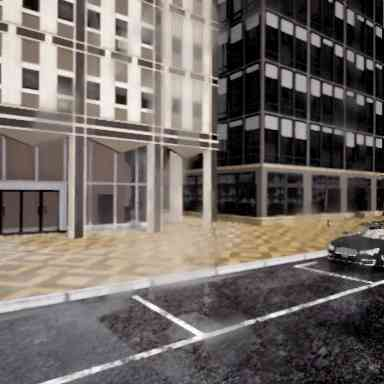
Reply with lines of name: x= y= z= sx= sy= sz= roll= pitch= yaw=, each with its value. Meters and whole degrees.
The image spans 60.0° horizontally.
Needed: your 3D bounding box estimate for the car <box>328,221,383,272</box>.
car: x=6.280 y=1.663 z=11.049 sx=4.403 sy=1.369 sz=2.008 roll=1 pitch=-1 yaw=-36
